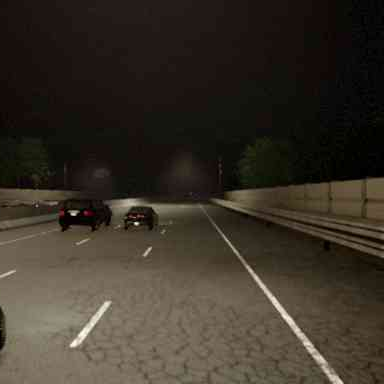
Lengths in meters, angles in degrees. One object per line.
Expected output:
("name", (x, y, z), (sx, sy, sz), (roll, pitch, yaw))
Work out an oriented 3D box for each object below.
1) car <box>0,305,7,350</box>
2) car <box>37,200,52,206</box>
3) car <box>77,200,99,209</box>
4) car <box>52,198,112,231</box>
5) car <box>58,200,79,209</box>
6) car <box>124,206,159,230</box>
("car", (-3.402, 1.530, 2.525), (1.837, 1.490, 4.892), (0, -1, 0))
("car", (-24.596, 2.040, 56.738), (1.812, 1.442, 4.674), (0, -1, 1))
("car", (-17.592, 2.058, 56.393), (2.033, 1.411, 5.357), (0, -1, 1))
("car", (-6.920, 1.428, 22.124), (2.150, 2.045, 5.566), (0, -1, 0))
("car", (-21.100, 2.078, 56.785), (1.994, 1.385, 4.181), (0, -1, 1))
("car", (-3.421, 1.718, 22.934), (1.837, 1.490, 4.892), (0, -1, 0))
